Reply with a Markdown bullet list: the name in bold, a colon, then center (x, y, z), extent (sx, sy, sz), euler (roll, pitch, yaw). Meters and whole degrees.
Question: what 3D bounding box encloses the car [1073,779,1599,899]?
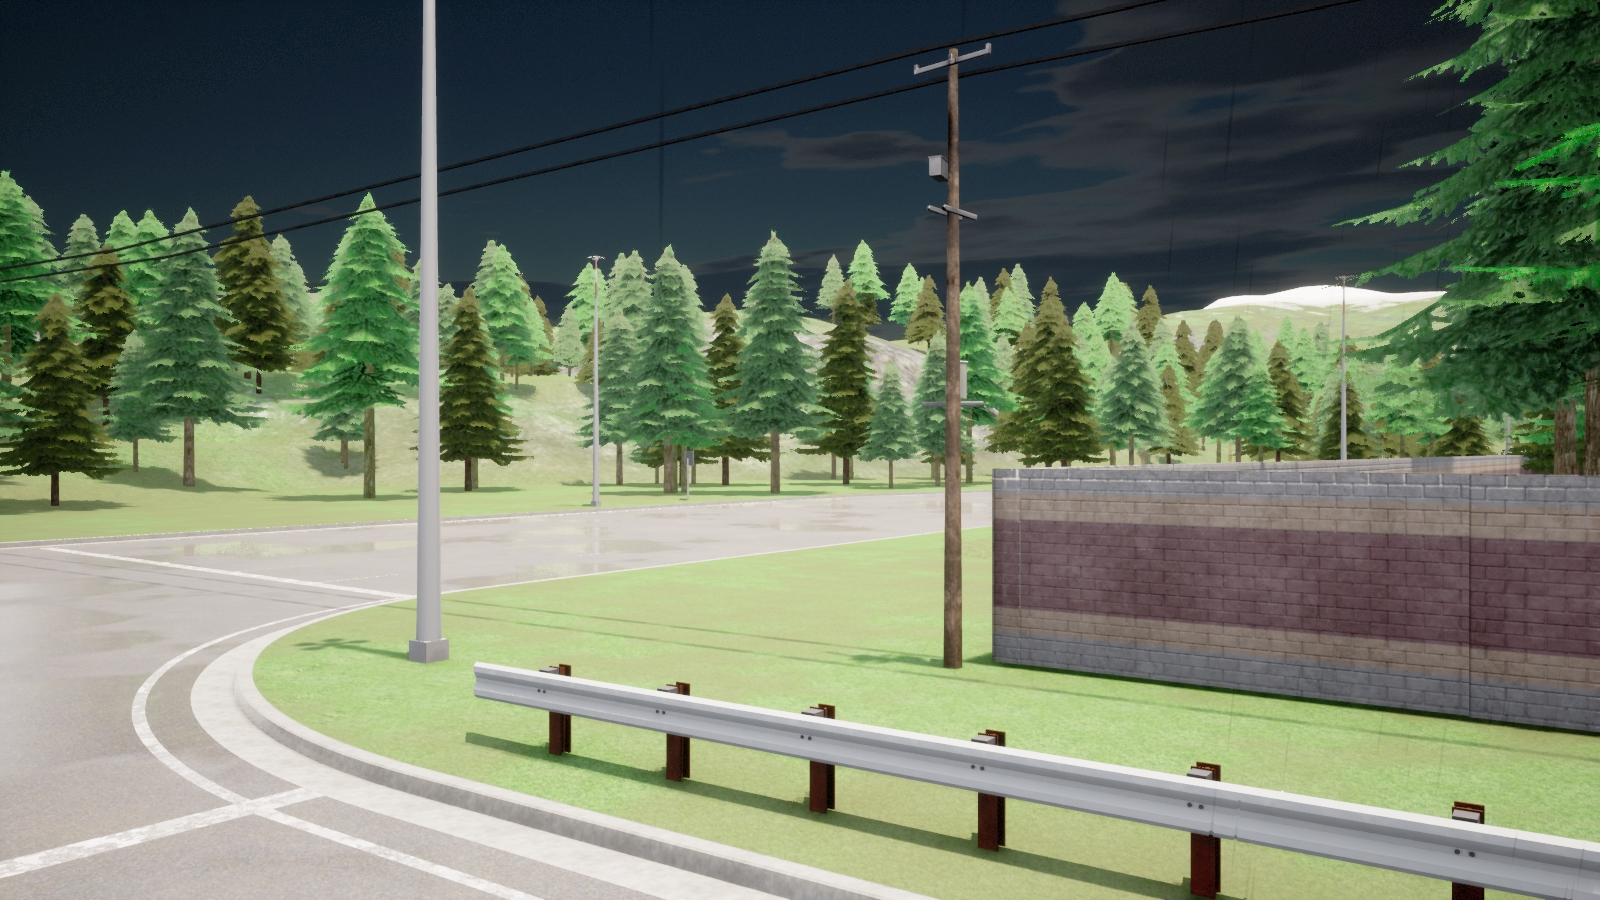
- **car**: center (3.010, 1.982, 1.681), extent (5.238, 1.638, 2.097), euler (0, 0, 35)
